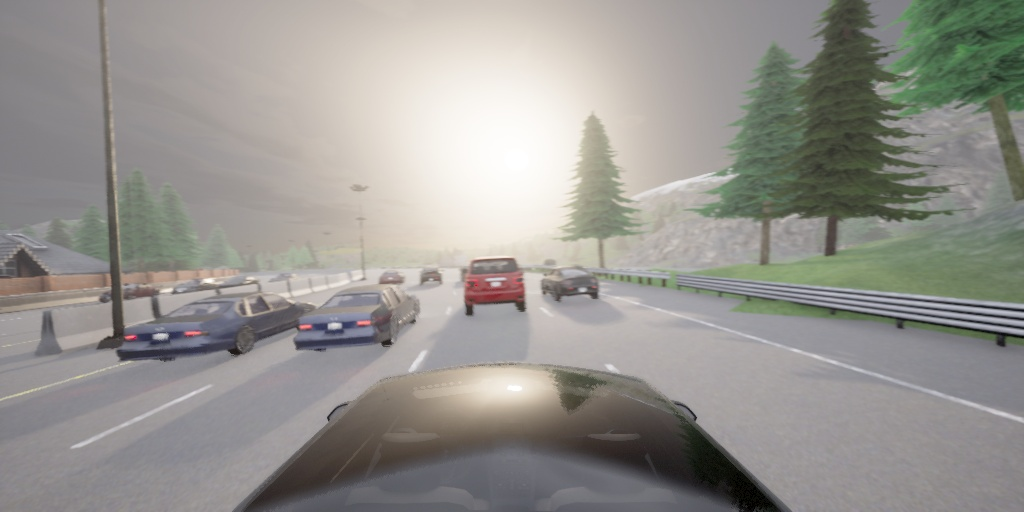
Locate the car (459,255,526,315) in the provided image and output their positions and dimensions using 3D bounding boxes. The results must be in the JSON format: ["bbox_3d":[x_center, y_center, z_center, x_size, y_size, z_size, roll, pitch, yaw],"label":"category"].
[{"bbox_3d":[-0.800,1.028,14.425,2.150,2.045,5.566,-3,0,-6],"label":"car"}]

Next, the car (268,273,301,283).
[{"bbox_3d":[-22.736,2.511,36.025,2.128,1.511,4.902,-3,0,-15],"label":"car"}]

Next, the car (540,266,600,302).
[{"bbox_3d":[2.509,1.154,16.265,1.812,1.442,4.674,-3,0,-6],"label":"car"}]

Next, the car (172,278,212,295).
[{"bbox_3d":[-29.250,2.862,33.340,2.128,1.511,4.902,-3,0,-15],"label":"car"}]

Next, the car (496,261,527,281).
[{"bbox_3d":[-0.151,1.297,32.523,1.837,1.490,4.892,-3,0,-12],"label":"car"}]

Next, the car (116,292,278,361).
[{"bbox_3d":[-7.374,1.706,9.832,2.033,1.411,5.357,-3,0,-4],"label":"car"}]

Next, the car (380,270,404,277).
[{"bbox_3d":[-10.969,1.942,32.927,1.994,1.385,4.181,-3,0,-13],"label":"car"}]

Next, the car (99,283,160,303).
[{"bbox_3d":[-32.065,3.046,30.281,1.812,1.442,4.674,-3,0,-14],"label":"car"}]

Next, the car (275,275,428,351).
[{"bbox_3d":[-3.882,1.516,9.961,2.033,1.411,5.357,-3,0,-4],"label":"car"}]

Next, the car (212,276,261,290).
[{"bbox_3d":[-25.850,2.665,34.150,1.882,1.535,5.008,-3,0,-15],"label":"car"}]

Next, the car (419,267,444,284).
[{"bbox_3d":[-7.098,1.673,31.624,1.837,1.490,4.892,-3,0,-12],"label":"car"}]
